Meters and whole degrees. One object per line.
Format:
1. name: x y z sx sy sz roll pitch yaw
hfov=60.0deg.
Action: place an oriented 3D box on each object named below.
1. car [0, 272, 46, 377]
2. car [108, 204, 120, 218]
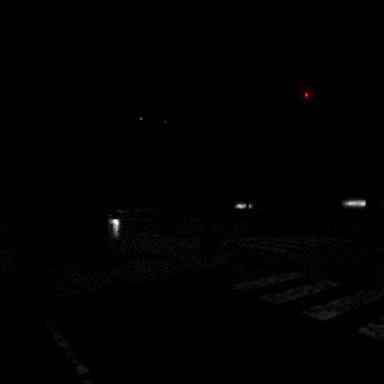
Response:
1. car: -3.851 1.572 3.443 4.313 1.339 1.947 0 0 -36
2. car: -8.415 1.622 30.243 2.033 1.411 5.357 0 0 -36
